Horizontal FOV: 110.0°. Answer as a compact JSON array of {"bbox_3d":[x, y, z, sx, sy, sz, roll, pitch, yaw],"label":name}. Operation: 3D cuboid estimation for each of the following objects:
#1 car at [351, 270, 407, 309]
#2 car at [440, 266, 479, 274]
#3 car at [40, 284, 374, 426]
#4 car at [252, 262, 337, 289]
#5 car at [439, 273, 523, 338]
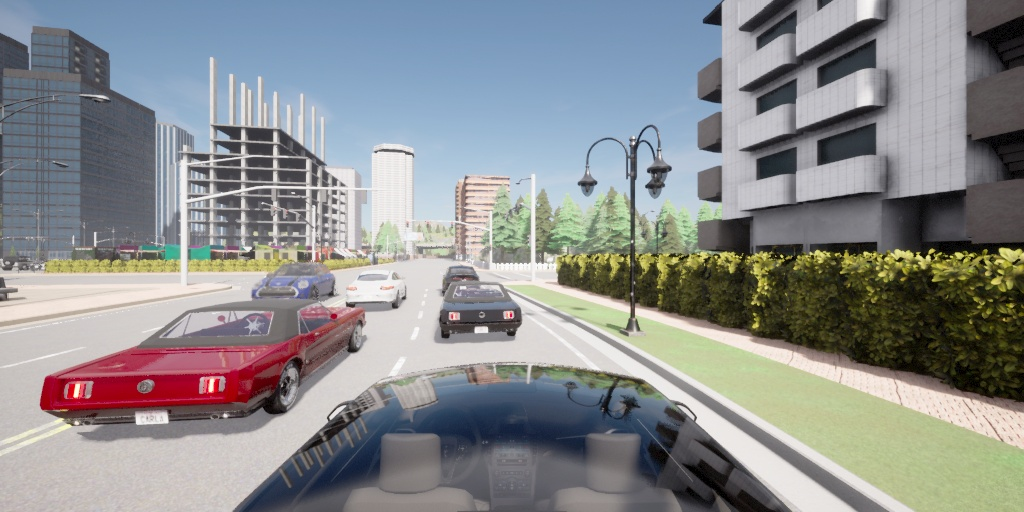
[{"bbox_3d":[-5.447,1.276,14.730,1.812,1.442,4.674,0,0,-11],"label":"car"},{"bbox_3d":[-2.788,1.255,19.248,1.837,1.490,4.892,0,0,-12],"label":"car"},{"bbox_3d":[-3.909,1.351,5.846,1.895,1.301,4.718,0,0,-7],"label":"car"},{"bbox_3d":[-9.277,1.101,15.638,2.097,1.767,4.553,0,0,-12],"label":"car"},{"bbox_3d":[-1.038,1.351,10.157,1.895,1.301,4.718,0,0,-9],"label":"car"}]
